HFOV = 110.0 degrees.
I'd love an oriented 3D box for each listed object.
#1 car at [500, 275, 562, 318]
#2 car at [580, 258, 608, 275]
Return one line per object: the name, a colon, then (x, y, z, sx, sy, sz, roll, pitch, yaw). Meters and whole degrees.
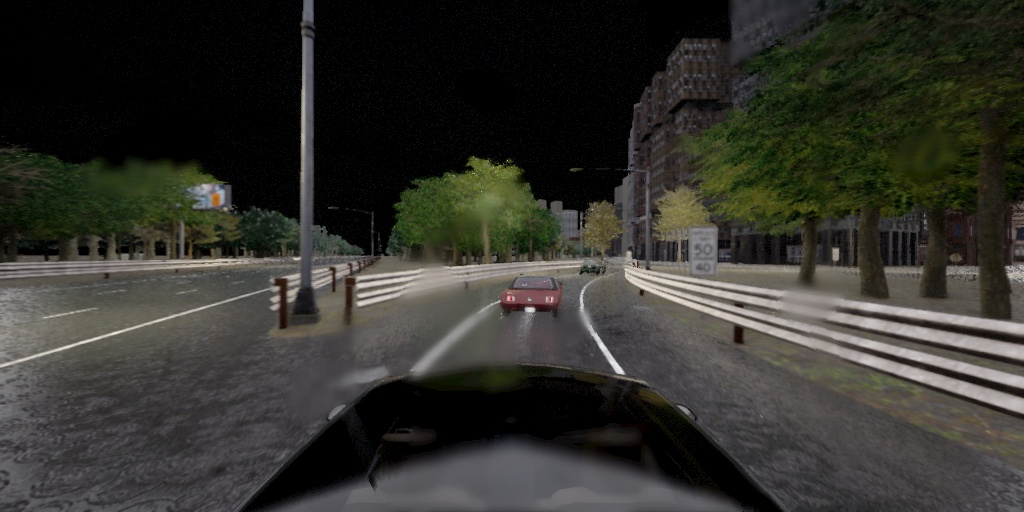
car: (0.893, 1.346, 13.137, 1.895, 1.301, 4.718, 0, 0, 9)
car: (8.822, 1.100, 38.784, 2.097, 1.767, 4.553, 0, 0, 24)
